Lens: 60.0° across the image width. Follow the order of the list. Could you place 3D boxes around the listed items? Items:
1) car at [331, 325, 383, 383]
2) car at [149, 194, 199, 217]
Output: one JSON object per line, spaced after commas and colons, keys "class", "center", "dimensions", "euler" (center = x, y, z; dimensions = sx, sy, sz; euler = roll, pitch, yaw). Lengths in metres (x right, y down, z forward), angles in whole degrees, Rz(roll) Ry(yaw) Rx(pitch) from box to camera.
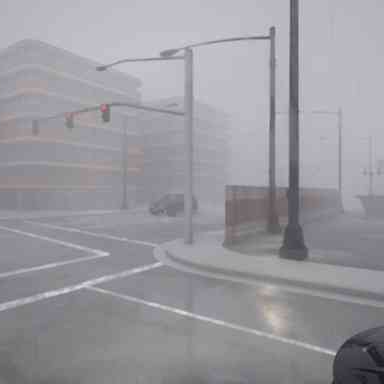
{"class": "car", "center": [3.334, 1.482, 1.595], "dimensions": [5.008, 1.535, 1.882], "euler": [0, 0, 36]}
{"class": "car", "center": [-1.556, 1.176, 30.757], "dimensions": [2.150, 2.045, 5.566], "euler": [0, 0, 35]}
